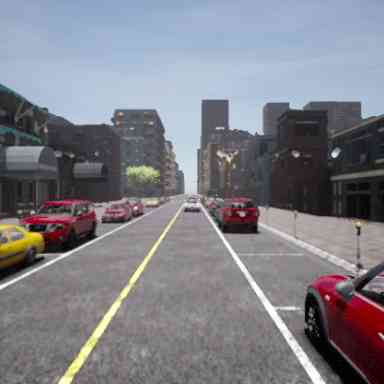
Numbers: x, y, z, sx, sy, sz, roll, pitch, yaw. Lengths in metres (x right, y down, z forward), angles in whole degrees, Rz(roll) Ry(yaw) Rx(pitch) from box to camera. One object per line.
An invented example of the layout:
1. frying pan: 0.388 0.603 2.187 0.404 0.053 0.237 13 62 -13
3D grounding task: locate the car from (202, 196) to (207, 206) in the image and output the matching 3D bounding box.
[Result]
1. car: 2.759 1.531 47.736 1.752 1.417 4.829 0 0 0

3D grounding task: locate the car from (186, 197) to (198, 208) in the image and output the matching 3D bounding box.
1. car: 0.008 1.513 49.894 1.837 1.490 4.892 0 0 0

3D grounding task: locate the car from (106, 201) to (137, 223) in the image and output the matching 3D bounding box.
1. car: -5.683 1.582 25.741 1.802 1.307 4.206 1 0 0

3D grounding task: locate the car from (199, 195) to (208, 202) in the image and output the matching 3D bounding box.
1. car: 2.828 1.568 81.505 1.887 1.381 4.507 0 0 0

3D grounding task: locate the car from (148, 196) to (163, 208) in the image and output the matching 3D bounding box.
1. car: -5.751 1.531 49.349 1.752 1.417 4.829 1 0 0

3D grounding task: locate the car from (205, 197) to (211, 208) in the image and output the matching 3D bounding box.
1. car: 2.706 1.548 36.500 1.887 1.381 4.507 1 0 0

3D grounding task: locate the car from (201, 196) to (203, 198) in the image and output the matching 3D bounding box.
1. car: 2.799 1.560 55.957 2.008 1.369 4.403 0 0 0

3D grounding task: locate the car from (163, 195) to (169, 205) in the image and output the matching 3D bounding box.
1. car: -5.805 1.561 60.584 2.008 1.369 4.403 1 0 0

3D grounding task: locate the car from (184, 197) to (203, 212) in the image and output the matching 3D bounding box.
1. car: 0.002 1.604 39.008 1.895 1.301 4.718 0 0 0

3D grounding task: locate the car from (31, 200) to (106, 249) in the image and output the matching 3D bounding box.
1. car: -5.680 1.314 14.676 2.192 1.841 5.009 1 0 0

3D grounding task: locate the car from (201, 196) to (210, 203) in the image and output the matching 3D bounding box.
1. car: 2.828 1.599 72.504 1.802 1.307 4.206 0 0 0

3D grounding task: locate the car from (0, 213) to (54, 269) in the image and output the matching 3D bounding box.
1. car: -5.682 1.524 8.972 1.752 1.417 4.829 1 0 0

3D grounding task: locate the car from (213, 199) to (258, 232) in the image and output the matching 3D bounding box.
1. car: 2.701 1.315 20.207 2.192 1.841 5.009 1 0 0

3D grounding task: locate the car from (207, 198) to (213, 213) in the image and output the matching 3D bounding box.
1. car: 2.698 1.568 31.273 1.947 1.339 4.313 1 0 0

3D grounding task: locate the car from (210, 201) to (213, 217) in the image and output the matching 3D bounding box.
1. car: 2.698 1.567 25.740 1.947 1.339 4.313 1 0 0

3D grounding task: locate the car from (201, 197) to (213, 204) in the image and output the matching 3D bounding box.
1. car: 2.828 1.578 63.502 1.947 1.339 4.313 0 0 0

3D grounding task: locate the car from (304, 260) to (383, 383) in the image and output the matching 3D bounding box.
1. car: 2.699 1.440 3.608 1.967 1.590 4.097 1 0 0

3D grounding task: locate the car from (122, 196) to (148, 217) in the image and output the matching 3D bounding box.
1. car: -5.681 1.441 31.275 1.967 1.590 4.097 1 0 0
